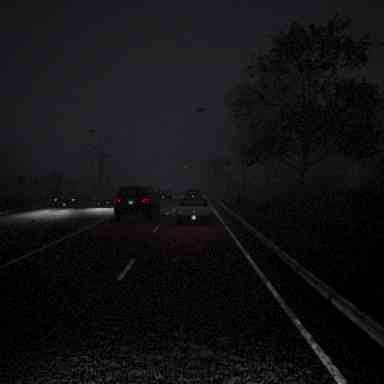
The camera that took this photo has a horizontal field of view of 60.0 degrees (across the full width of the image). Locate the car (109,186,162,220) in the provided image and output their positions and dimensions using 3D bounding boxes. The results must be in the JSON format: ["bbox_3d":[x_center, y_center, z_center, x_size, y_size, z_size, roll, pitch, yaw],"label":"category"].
[{"bbox_3d":[-3.422,0.587,21.385,2.150,2.045,5.566,0,2,0],"label":"car"}]

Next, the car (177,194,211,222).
[{"bbox_3d":[0.100,1.010,20.219,1.895,1.301,4.718,0,2,0],"label":"car"}]

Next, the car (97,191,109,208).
[{"bbox_3d":[-7.097,0.616,29.848,1.994,1.385,4.181,0,2,0],"label":"car"}]

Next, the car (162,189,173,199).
[{"bbox_3d":[-3.403,0.223,41.444,1.895,1.301,4.718,0,2,0],"label":"car"}]

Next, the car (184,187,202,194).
[{"bbox_3d":[0.100,0.183,39.956,1.837,1.490,4.892,0,2,0],"label":"car"}]

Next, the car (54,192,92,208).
[{"bbox_3d":[-10.598,0.654,29.805,1.895,1.301,4.718,0,2,0],"label":"car"}]
